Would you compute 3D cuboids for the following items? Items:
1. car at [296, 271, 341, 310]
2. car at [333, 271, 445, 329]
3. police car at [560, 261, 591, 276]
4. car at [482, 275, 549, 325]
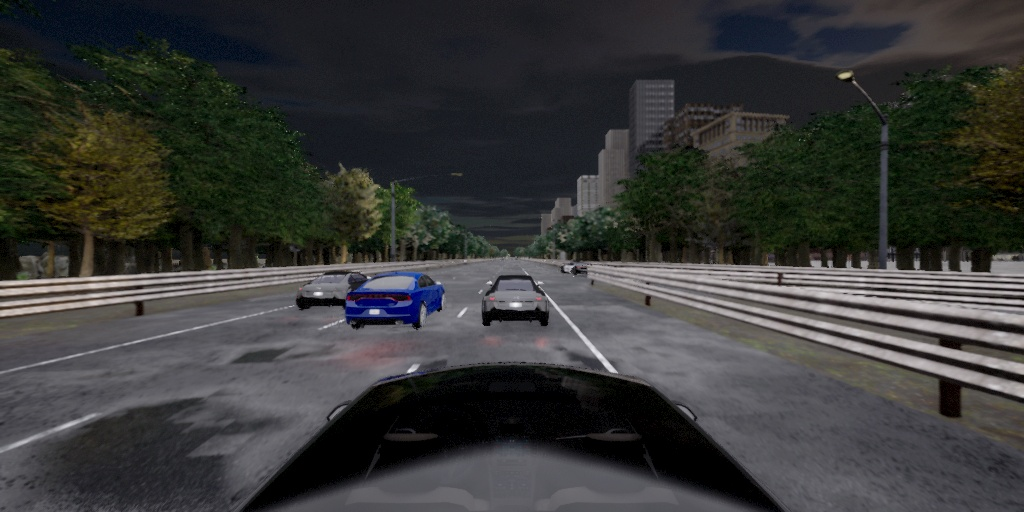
[{"bbox_3d":[-6.902,1.317,14.781,1.994,1.385,4.181,0,0,0],"label":"car"},{"bbox_3d":[-3.401,1.230,11.343,1.882,1.535,5.008,0,0,0],"label":"car"},{"bbox_3d":[6.946,1.321,39.604,2.038,1.542,4.974,0,0,-16],"label":"police car"},{"bbox_3d":[0.099,1.316,11.882,1.994,1.385,4.181,0,0,0],"label":"car"}]
